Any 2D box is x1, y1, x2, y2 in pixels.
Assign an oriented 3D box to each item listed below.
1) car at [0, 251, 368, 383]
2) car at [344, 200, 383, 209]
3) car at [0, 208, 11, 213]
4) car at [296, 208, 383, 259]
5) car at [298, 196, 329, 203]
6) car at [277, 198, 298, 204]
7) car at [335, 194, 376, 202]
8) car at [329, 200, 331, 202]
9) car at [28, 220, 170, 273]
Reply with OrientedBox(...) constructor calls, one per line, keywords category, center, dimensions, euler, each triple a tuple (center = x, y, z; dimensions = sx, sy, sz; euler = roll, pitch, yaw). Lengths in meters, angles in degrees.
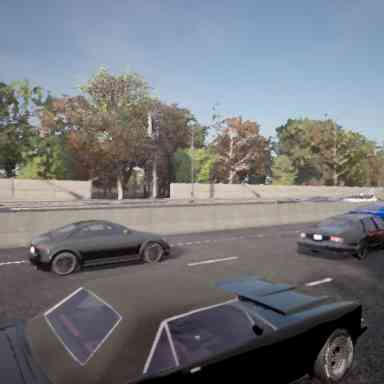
OrientedBox(category="car", center=(-0.066, 1.600, 3.700), dimensions=(4.718, 1.301, 1.895), euler=(0, 0, -36))
OrientedBox(category="car", center=(11.762, 1.467, 20.737), dimensions=(5.008, 1.535, 1.882), euler=(0, 0, -36))
OrientedBox(category="car", center=(-13.572, 1.492, 20.105), dimensions=(4.902, 1.511, 2.128), euler=(0, 0, -36))
OrientedBox(category="car", center=(6.211, 1.541, 12.476), dimensions=(5.357, 1.411, 2.033), euler=(0, 0, -35))
OrientedBox(category="car", center=(17.427, 1.352, 46.481), dimensions=(4.553, 1.767, 2.097), euler=(0, 0, -35))
OrientedBox(category="car", center=(14.704, 1.601, 48.840), dimensions=(4.718, 1.301, 1.895), euler=(0, 0, -35))
OrientedBox(category="car", center=(19.754, 1.219, 39.564), dimensions=(5.566, 2.045, 2.150), euler=(0, 0, -35))
OrientedBox(category="car", center=(21.011, 1.480, 44.735), dimensions=(5.008, 1.535, 1.882), euler=(0, 0, -35))
OrientedBox(category="car", center=(-2.768, 1.562, 10.368), dimensions=(4.181, 1.385, 1.994), euler=(0, 0, -36))
